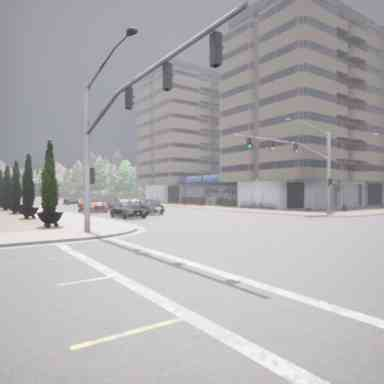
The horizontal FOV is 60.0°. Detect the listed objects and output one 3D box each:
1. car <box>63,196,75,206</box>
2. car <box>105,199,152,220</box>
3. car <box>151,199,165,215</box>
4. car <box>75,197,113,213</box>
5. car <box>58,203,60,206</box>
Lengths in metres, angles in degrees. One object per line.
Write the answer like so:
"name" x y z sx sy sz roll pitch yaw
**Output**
"car" -20.376 1.489 56.169 1.837 1.490 4.892 0 0 -34
"car" -5.492 1.550 28.472 1.994 1.385 4.181 0 0 -35
"car" -4.513 1.474 33.195 2.128 1.511 4.902 0 0 -35
"car" -10.691 1.339 35.963 2.097 1.767 4.553 0 0 -35
"car" -22.651 1.512 53.289 1.812 1.442 4.674 0 0 -34
